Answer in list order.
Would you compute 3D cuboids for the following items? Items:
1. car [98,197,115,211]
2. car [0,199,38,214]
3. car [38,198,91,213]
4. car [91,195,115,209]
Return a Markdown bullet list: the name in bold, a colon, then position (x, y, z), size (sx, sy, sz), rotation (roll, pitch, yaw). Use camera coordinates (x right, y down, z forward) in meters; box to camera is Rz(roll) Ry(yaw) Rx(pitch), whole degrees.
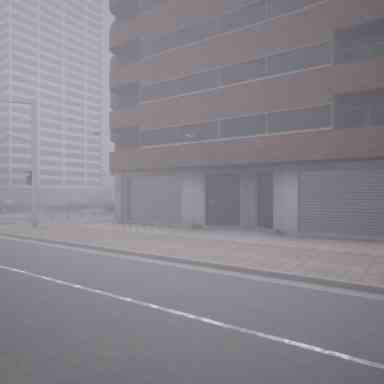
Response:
- **car**: position (-7.852, 1.547, 38.696), size (2.033, 1.411, 5.357), rotation (0, 0, 35)
- **car**: position (-18.771, 1.477, 35.614), size (1.882, 1.535, 5.008), rotation (0, 0, 35)
- **car**: position (-13.907, 1.601, 36.478), size (1.895, 1.301, 4.718), rotation (0, 0, 35)
- **car**: position (-12.816, 1.505, 44.169), size (1.837, 1.490, 4.892), rotation (0, 0, 35)
